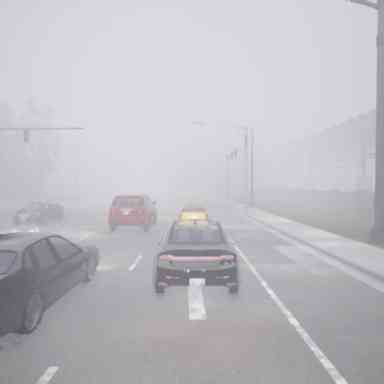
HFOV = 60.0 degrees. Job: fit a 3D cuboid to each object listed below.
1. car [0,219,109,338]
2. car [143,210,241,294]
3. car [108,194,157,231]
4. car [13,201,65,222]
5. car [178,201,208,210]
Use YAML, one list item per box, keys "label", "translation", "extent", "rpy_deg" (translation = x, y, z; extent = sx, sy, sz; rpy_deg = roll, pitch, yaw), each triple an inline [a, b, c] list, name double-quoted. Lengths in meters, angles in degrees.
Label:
- label: "car"
  translation: [-3.399, 1.535, 6.613]
  extent: [2.033, 1.411, 5.357]
  rpy_deg: [0, 0, 0]
- label: "car"
  translation: [0.095, 1.470, 8.722]
  extent: [2.128, 1.511, 4.902]
  rpy_deg: [0, 0, 0]
- label: "car"
  translation: [-3.416, 1.131, 19.900]
  extent: [2.150, 2.045, 5.566]
  rpy_deg: [0, 1, 0]
- label: "car"
  translation: [-10.513, 1.393, 23.157]
  extent: [2.128, 1.511, 4.902]
  rpy_deg: [0, 1, 0]
- label: "car"
  translation: [0.090, 1.357, 20.782]
  extent: [1.801, 1.575, 5.366]
  rpy_deg: [0, 0, 0]
